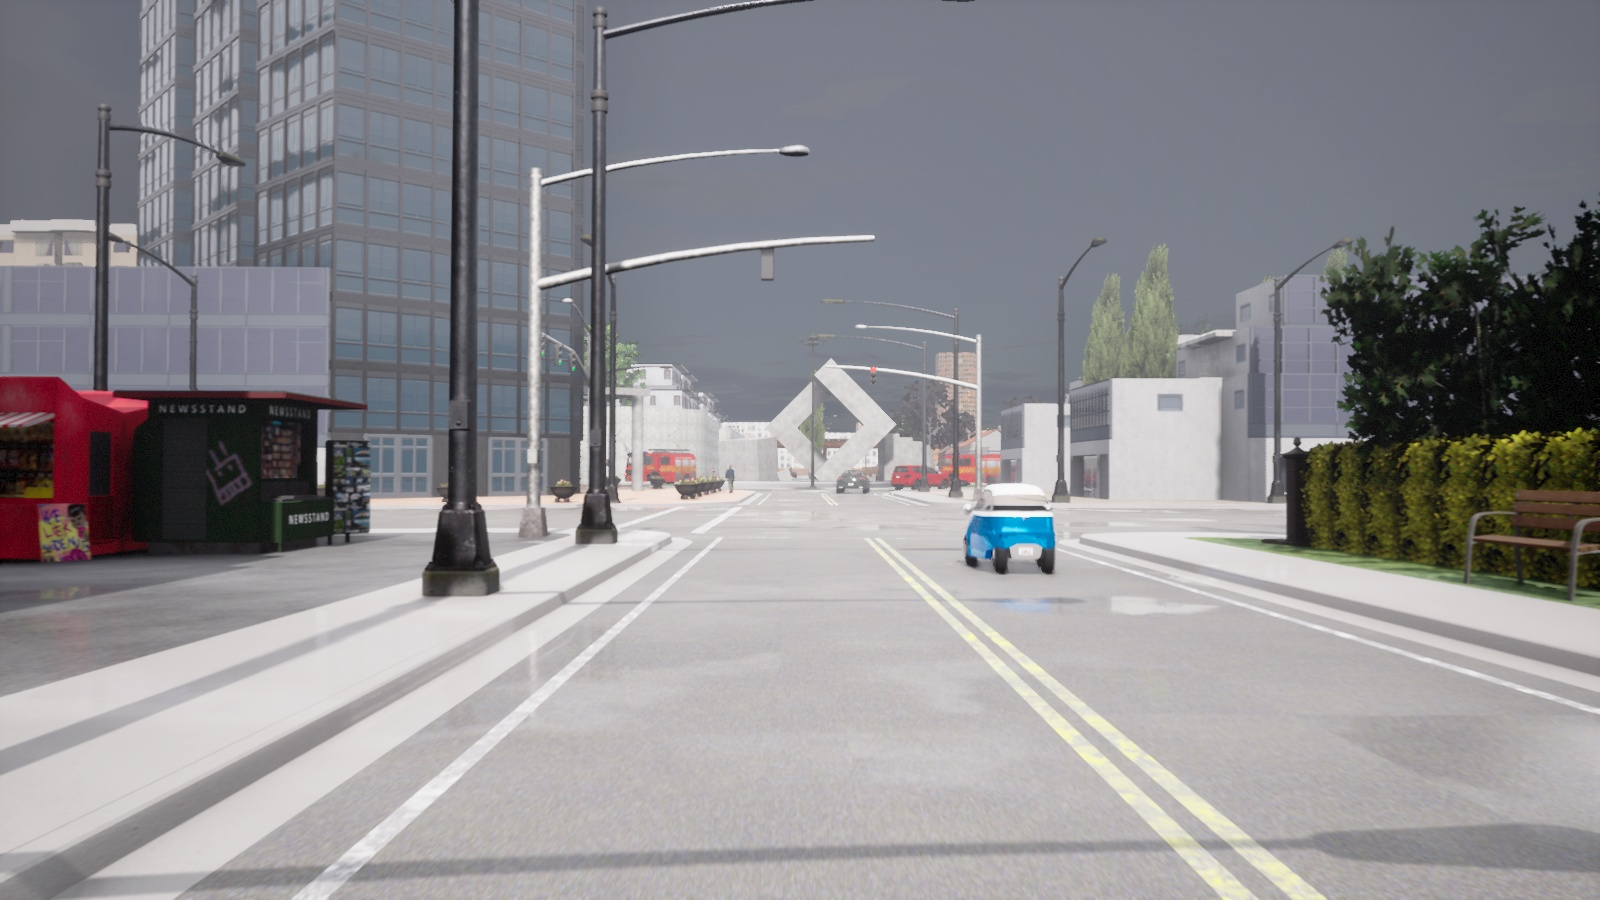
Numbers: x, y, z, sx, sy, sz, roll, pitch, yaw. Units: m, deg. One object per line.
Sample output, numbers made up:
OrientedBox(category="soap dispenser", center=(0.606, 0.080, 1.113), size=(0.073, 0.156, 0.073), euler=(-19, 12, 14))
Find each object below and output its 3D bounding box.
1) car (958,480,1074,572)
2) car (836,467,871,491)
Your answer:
OrientedBox(category="car", center=(3.451, 1.197, 20.375), size=(1.481, 1.376, 2.207), euler=(0, -1, 0))
OrientedBox(category="car", center=(3.847, 2.077, 89.555), size=(2.152, 1.651, 5.027), euler=(0, -1, 7))
